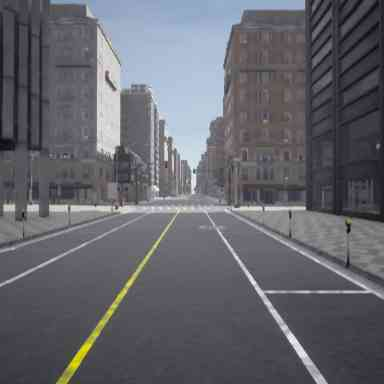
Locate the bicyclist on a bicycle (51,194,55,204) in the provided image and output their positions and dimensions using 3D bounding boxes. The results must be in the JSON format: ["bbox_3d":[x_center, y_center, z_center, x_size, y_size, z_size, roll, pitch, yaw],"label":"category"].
[{"bbox_3d":[-23.013,1.142,55.092,0.582,1.620,1.656,0,0,0],"label":"bicyclist on a bicycle"}]
